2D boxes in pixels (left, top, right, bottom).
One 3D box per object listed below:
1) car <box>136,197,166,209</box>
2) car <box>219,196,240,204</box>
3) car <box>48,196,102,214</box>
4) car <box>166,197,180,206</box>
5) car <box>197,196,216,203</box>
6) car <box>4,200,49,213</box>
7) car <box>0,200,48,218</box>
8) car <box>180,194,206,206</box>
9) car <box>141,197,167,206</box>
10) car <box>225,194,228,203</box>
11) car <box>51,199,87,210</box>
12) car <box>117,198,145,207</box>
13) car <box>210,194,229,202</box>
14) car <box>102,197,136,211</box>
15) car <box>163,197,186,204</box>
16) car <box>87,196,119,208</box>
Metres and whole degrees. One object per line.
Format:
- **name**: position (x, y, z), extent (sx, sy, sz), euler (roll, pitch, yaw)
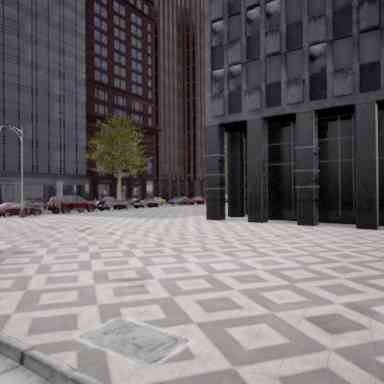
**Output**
- **car**: position (-5.796, 1.502, 43.242), extent (1.947, 1.339, 4.313), euler (-1, 0, 35)
- **car**: position (6.989, 1.457, 61.824), extent (1.947, 1.339, 4.313), euler (-1, 0, 35)
- **car**: position (-12.190, 1.283, 33.954), extent (2.192, 1.841, 5.009), euler (-1, 0, 35)
- **car**: position (-1.646, 1.489, 53.893), extent (2.033, 1.411, 5.357), euler (-1, 0, 35)
- **car**: position (3.167, 1.526, 71.309), extent (1.887, 1.381, 4.507), euler (-1, 0, 35)
- **car**: position (-19.209, 1.633, 38.787), extent (1.947, 1.339, 4.313), euler (-1, 0, 35)
- **car**: position (-15.384, 1.569, 29.307), extent (1.802, 1.307, 4.206), euler (-1, 0, 35)
- **car**: position (0.596, 1.455, 52.534), extent (1.887, 1.381, 4.507), euler (-1, 0, 35)
- **car**: position (-6.520, 1.535, 57.230), extent (1.752, 1.417, 4.829), euler (-1, 0, 35)
- **car**: position (3.791, 1.215, 57.181), extent (2.192, 1.841, 5.009), euler (-1, 0, 35)
- **car**: position (-16.012, 1.633, 43.433), extent (1.802, 1.307, 4.206), euler (-1, 0, 35)
- **car**: position (-9.619, 1.604, 52.725), extent (1.802, 1.307, 4.206), euler (-1, 0, 35)
- **car**: position (6.362, 1.287, 75.956), extent (2.192, 1.841, 5.009), euler (-1, 0, 35)
- **car**: position (-8.992, 1.518, 38.598), extent (1.947, 1.339, 4.313), euler (-1, 0, 35)
- **car**: position (-3.226, 1.565, 62.017), extent (1.947, 1.339, 4.313), euler (-1, 0, 35)
- **car**: position (-12.818, 1.475, 48.079), extent (1.967, 1.590, 4.097), euler (-1, 0, 35)
